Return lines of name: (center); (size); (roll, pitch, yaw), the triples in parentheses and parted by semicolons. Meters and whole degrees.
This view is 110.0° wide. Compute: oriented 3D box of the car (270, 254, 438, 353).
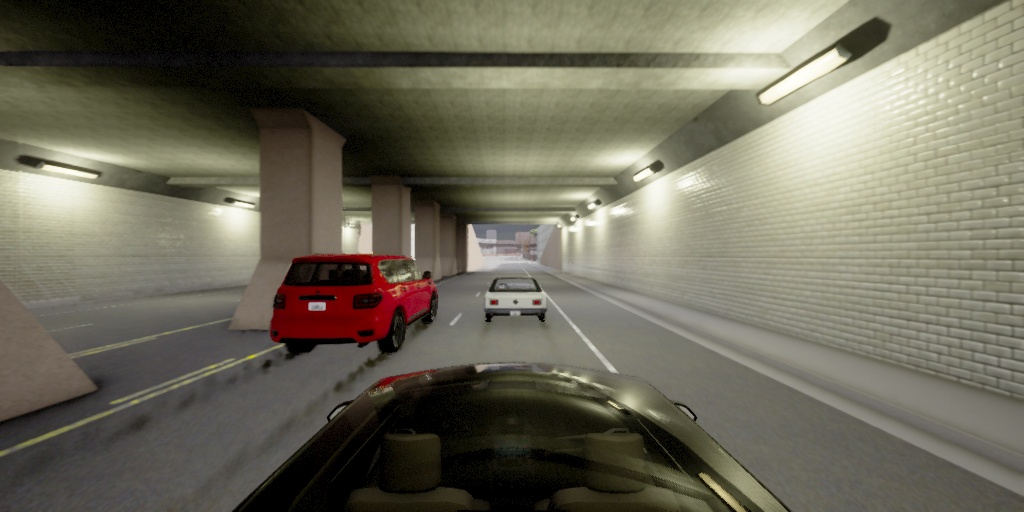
car: (-3.399, 0.970, 8.941); (2.150, 2.045, 5.566); (0, 0, 0)

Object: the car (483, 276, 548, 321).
car: (0.100, 1.349, 12.416); (1.895, 1.301, 4.718); (0, 0, 0)
